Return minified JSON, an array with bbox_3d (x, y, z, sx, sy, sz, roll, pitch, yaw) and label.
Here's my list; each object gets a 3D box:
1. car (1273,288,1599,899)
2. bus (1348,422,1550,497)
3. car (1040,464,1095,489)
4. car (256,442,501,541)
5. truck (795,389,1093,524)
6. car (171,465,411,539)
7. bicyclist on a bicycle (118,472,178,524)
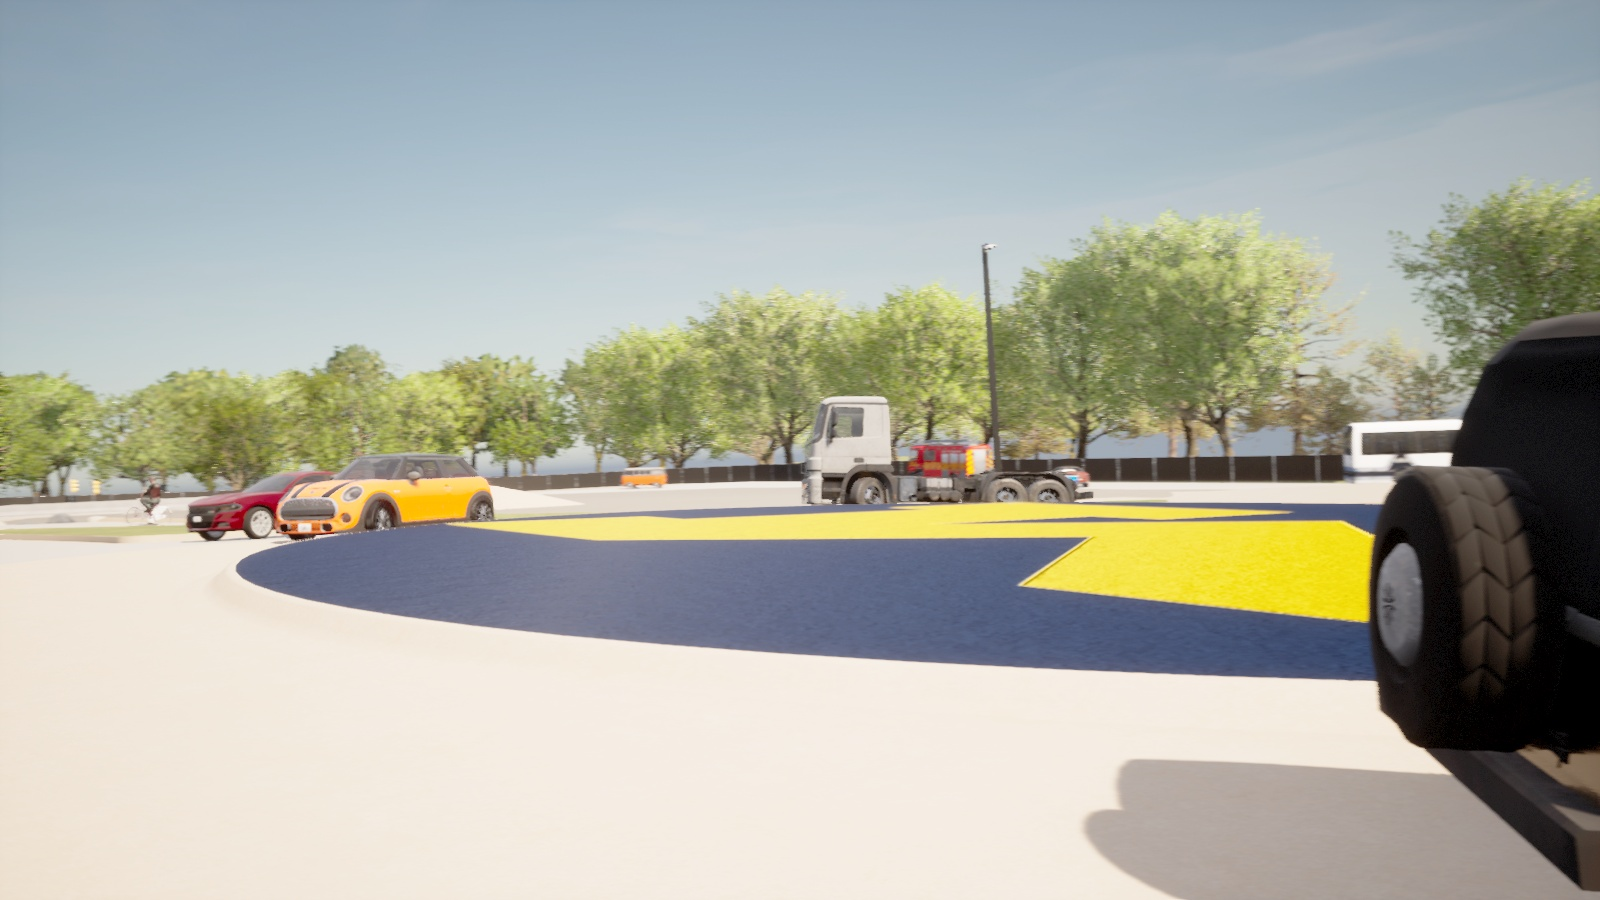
[{"bbox_3d":[3.620,0.554,3.608,3.866,1.878,1.905,1,4,9],"label":"car"},{"bbox_3d":[39.643,0.582,77.197,10.273,4.253,3.944,-2,1,14],"label":"bus"},{"bbox_3d":[20.399,2.016,95.912,2.152,1.651,5.027,-2,1,-13],"label":"car"},{"bbox_3d":[-8.192,0.803,24.889,2.097,1.767,4.553,-2,-2,23],"label":"car"},{"bbox_3d":[3.958,0.275,35.568,7.936,3.462,2.891,1,-4,-5],"label":"truck"},{"bbox_3d":[-11.668,1.161,29.167,1.882,1.535,5.008,-3,-2,32],"label":"car"},{"bbox_3d":[-22.509,1.637,43.343,1.843,1.776,0.659,0,-1,13],"label":"bicyclist on a bicycle"}]
